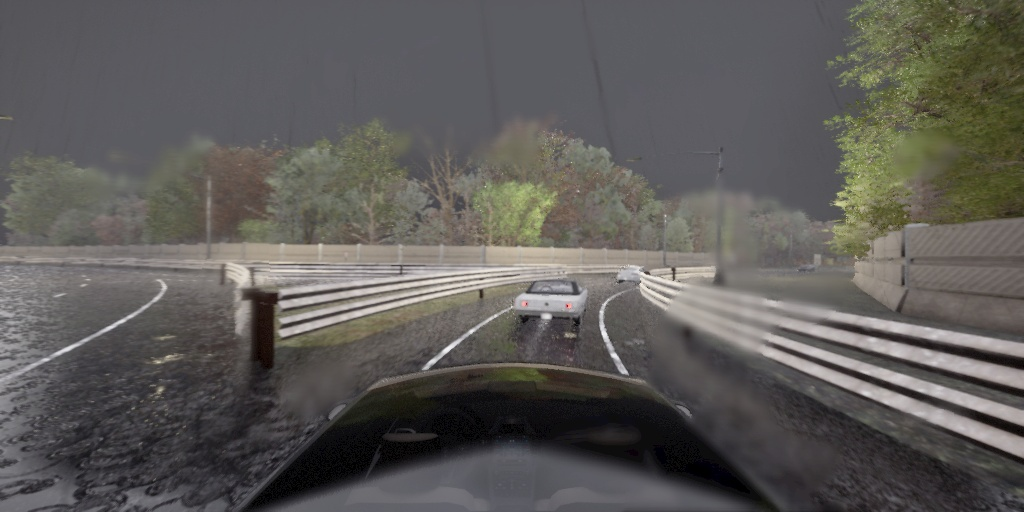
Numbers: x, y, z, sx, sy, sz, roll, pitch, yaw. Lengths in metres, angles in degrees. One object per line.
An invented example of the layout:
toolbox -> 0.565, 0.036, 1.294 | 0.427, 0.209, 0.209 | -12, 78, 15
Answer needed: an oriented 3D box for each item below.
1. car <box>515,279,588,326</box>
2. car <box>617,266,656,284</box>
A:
car -> 1.547, 1.420, 12.191 | 1.895, 1.301, 4.718 | 0, 0, 15
car -> 10.041, 1.519, 28.805 | 1.812, 1.442, 4.674 | 0, -1, 40
